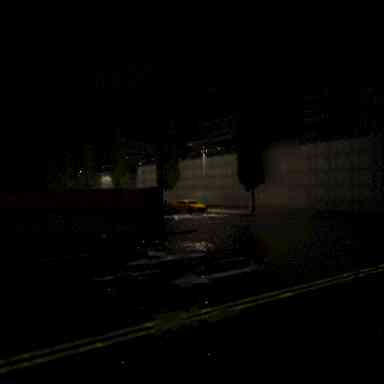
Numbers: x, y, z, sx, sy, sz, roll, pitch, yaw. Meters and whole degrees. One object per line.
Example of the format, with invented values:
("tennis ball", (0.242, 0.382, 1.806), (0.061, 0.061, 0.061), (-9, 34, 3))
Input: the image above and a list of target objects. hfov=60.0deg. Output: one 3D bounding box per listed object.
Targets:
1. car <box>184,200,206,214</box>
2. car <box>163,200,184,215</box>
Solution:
("car", (-0.394, 1.627, 37.595), (1.882, 1.535, 5.008), (0, 0, -36))
("car", (-3.218, 1.651, 35.523), (1.812, 1.442, 4.674), (0, 0, -36))
